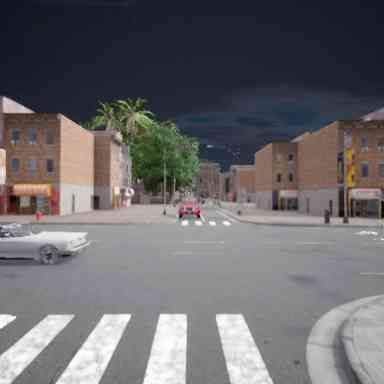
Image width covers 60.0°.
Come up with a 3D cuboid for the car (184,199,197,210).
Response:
[{"bbox_3d":[-0.294,2.049,56.258,2.097,1.767,4.553,0,-1,0],"label":"car"}]

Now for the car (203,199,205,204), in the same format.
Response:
[{"bbox_3d":[2.645,2.709,94.059,1.947,1.339,4.313,0,-1,0],"label":"car"}]

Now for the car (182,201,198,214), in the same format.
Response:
[{"bbox_3d":[-0.270,2.062,45.431,2.128,1.511,4.902,0,-1,0],"label":"car"}]

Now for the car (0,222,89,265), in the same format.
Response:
[{"bbox_3d":[-6.081,1.692,11.452,4.718,1.301,1.895,1,-1,0],"label":"car"}]

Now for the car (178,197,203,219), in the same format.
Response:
[{"bbox_3d":[-0.244,1.671,35.162,2.150,2.045,5.566,0,-1,0],"label":"car"}]
